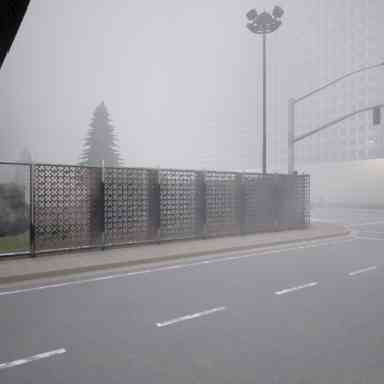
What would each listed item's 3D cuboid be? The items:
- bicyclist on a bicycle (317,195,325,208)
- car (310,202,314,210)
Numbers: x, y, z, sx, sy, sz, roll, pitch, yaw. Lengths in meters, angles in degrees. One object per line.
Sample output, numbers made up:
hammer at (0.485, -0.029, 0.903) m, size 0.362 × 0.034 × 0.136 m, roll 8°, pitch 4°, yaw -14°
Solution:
bicyclist on a bicycle at (16.614, 1.245, 42.838) m, size 1.656 × 1.620 × 0.582 m, roll 0°, pitch 0°, yaw -35°
car at (12.604, 1.508, 40.261) m, size 1.994 × 1.385 × 4.181 m, roll 0°, pitch 0°, yaw -36°
